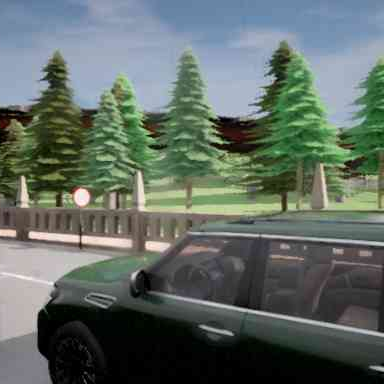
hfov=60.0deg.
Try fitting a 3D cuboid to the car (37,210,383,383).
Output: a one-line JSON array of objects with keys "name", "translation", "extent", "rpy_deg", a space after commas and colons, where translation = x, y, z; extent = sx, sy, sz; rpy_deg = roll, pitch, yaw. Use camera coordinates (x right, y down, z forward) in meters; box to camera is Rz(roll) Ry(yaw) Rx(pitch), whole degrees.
[{"name": "car", "translation": [0.849, 1.207, 3.212], "extent": [5.566, 2.045, 2.150], "rpy_deg": [0, 0, 35]}]
